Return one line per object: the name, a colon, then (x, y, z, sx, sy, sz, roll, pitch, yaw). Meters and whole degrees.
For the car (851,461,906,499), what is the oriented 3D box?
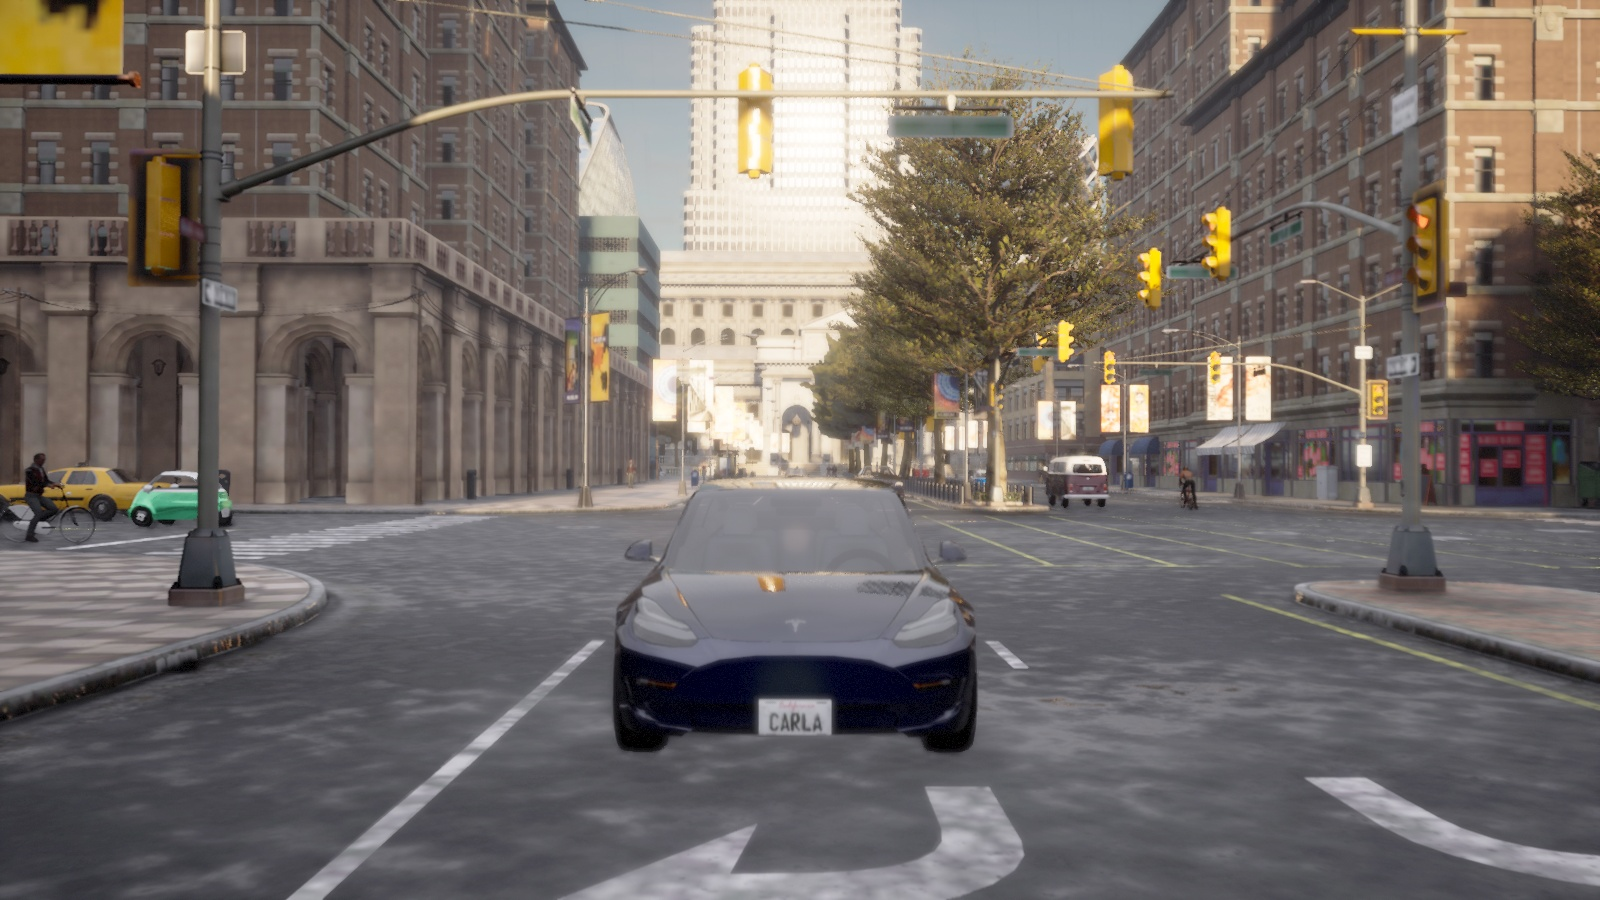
car: (3.465, 1.318, 56.130, 2.152, 1.651, 5.027, 0, -1, 0)

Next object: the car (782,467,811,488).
car: (-0.261, 2.079, 95.717, 2.163, 1.488, 4.792, 0, -1, -1)

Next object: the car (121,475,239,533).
car: (-15.567, 1.342, 31.603, 2.207, 1.376, 1.481, 1, -1, 0)

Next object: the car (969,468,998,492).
car: (11.260, 1.836, 77.018, 1.481, 1.376, 2.207, 0, 0, 1)

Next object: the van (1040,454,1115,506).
van: (11.374, 1.177, 51.775, 2.069, 2.038, 4.480, 0, 0, 0)

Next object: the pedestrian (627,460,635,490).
pedestrian: (-10.257, 1.516, 76.231, 0.376, 1.854, 0.720, 0, -1, 0)

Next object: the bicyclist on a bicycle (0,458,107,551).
bicyclist on a bicycle: (-14.683, 1.063, 24.614, 1.843, 1.776, 0.659, 0, -1, 0)

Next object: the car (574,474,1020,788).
car: (-0.021, 0.923, 8.497, 2.163, 1.488, 4.792, 0, -1, 0)

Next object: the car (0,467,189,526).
car: (-20.176, 1.288, 35.067, 5.366, 1.575, 1.801, -1, -1, 0)
